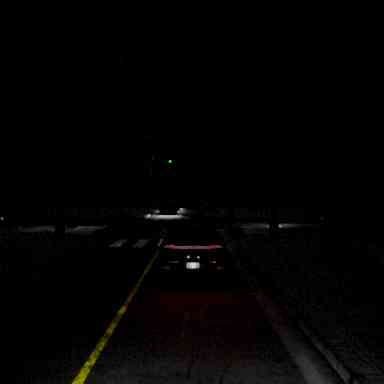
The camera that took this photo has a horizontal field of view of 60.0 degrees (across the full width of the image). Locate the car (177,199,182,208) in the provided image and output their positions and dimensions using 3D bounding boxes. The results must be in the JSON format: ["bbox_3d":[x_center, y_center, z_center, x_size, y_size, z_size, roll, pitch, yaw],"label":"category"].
[{"bbox_3d":[-2.792,2.050,50.092,1.812,1.442,4.674,0,-1,0],"label":"car"}]

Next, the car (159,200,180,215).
[{"bbox_3d":[-2.811,1.989,40.022,1.994,1.385,4.181,0,-1,1],"label":"car"}]

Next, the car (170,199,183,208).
[{"bbox_3d":[-2.749,2.119,60.515,2.128,1.511,4.902,0,-1,1],"label":"car"}]

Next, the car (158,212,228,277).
[{"bbox_3d":[0.048,1.611,10.584,2.128,1.511,4.902,0,-1,1],"label":"car"}]

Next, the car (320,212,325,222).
[{"bbox_3d":[12.433,1.781,25.575,4.902,1.511,2.128,0,-1,0],"label":"car"}]

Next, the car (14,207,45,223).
[{"bbox_3d":[-14.736,1.897,28.164,4.313,1.339,1.947,0,-1,0],"label":"car"}]

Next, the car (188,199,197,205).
[{"bbox_3d":[0.082,2.350,79.994,1.812,1.442,4.674,0,-1,0],"label":"car"}]

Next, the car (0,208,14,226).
[{"bbox_3d":[-15.661,1.464,22.684,5.566,2.045,2.150,0,-1,0],"label":"car"}]
